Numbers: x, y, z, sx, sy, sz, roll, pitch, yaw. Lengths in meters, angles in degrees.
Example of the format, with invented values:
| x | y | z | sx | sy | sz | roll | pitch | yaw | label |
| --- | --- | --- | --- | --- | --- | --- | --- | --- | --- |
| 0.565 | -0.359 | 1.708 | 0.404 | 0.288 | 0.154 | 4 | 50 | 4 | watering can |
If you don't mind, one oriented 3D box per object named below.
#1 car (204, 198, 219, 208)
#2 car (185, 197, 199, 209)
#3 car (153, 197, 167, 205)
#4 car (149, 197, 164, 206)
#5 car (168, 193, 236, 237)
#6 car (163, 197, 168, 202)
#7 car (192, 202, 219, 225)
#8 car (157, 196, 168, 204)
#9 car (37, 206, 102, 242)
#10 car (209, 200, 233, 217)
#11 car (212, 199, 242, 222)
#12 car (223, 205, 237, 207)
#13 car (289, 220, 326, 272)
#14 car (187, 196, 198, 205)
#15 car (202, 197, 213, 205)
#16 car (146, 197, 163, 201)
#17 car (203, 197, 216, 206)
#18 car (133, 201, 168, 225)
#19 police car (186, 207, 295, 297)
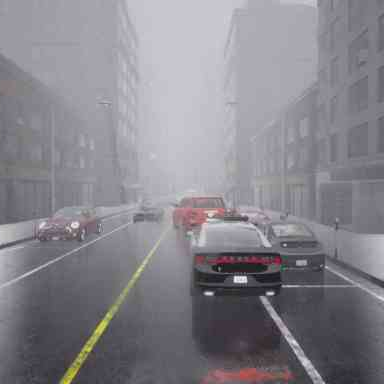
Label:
| x | y | z | sx | sy | sz | roll | pitch | yaw | label |
| --- | --- | --- | --- | --- | --- | --- | --- | --- | --- |
| 2.764 | 1.578 | 49.088 | 1.947 | 1.339 | 4.313 | -1 | 0 | 0 | car |
| 0.030 | 1.516 | 46.849 | 1.837 | 1.490 | 4.892 | 0 | 0 | 1 | car |
| -5.759 | 1.571 | 60.100 | 2.008 | 1.369 | 4.403 | -1 | 0 | 0 | car |
| -5.760 | 1.582 | 54.595 | 1.947 | 1.339 | 4.313 | -1 | 0 | 0 | car |
| 0.339 | 1.210 | 18.445 | 2.150 | 2.045 | 5.566 | -1 | 0 | -12 | car |
| -2.989 | 1.577 | 49.518 | 1.994 | 1.385 | 4.181 | 0 | 0 | 0 | car |
| 0.906 | 1.527 | 24.655 | 1.812 | 1.442 | 4.674 | 0 | 0 | 0 | car |
| -5.758 | 1.570 | 65.606 | 1.887 | 1.381 | 4.507 | -1 | 0 | 0 | car |
| -5.771 | 1.439 | 16.059 | 1.967 | 1.590 | 4.097 | -1 | 0 | 0 | car |
| 2.760 | 1.548 | 32.572 | 1.887 | 1.381 | 4.507 | -1 | 0 | 0 | car |
| 2.757 | 1.442 | 27.067 | 1.967 | 1.590 | 4.097 | -1 | 0 | 0 | car |
| 2.756 | 1.544 | 16.057 | 1.887 | 1.381 | 4.507 | -1 | 0 | 0 | car |
| 2.754 | 1.549 | 10.551 | 2.008 | 1.369 | 4.403 | -1 | 0 | 0 | car |
| 0.014 | 1.498 | 59.493 | 1.882 | 1.535 | 5.008 | 0 | 0 | 0 | car |
| 2.766 | 1.565 | 60.098 | 1.887 | 1.381 | 4.507 | -1 | 0 | 0 | car |
| -5.763 | 1.453 | 49.090 | 1.967 | 1.590 | 4.097 | -1 | 0 | 0 | car |
| 2.765 | 1.561 | 54.593 | 1.887 | 1.381 | 4.507 | -1 | 0 | 0 | car |
| -3.101 | 1.602 | 24.451 | 1.895 | 1.301 | 4.718 | 0 | 0 | 0 | car |
| 0.901 | 1.424 | 8.763 | 1.930 | 1.638 | 5.238 | 0 | 0 | 0 | police car |
